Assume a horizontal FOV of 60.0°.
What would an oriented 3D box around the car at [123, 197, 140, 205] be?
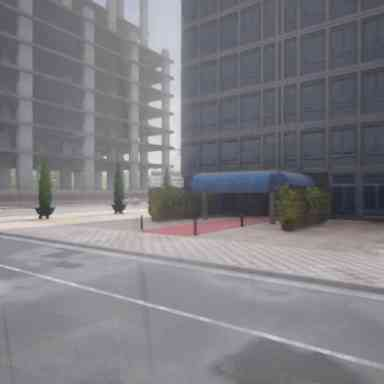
[{"bbox_3d":[-10.883,1.516,57.081,1.812,1.442,4.674,0,0,36],"label":"car"}]
